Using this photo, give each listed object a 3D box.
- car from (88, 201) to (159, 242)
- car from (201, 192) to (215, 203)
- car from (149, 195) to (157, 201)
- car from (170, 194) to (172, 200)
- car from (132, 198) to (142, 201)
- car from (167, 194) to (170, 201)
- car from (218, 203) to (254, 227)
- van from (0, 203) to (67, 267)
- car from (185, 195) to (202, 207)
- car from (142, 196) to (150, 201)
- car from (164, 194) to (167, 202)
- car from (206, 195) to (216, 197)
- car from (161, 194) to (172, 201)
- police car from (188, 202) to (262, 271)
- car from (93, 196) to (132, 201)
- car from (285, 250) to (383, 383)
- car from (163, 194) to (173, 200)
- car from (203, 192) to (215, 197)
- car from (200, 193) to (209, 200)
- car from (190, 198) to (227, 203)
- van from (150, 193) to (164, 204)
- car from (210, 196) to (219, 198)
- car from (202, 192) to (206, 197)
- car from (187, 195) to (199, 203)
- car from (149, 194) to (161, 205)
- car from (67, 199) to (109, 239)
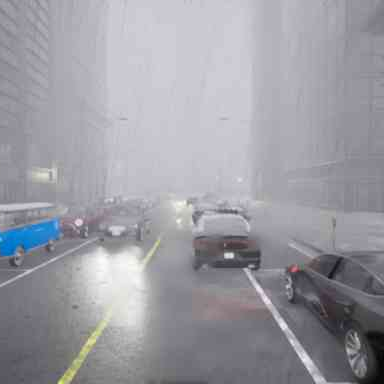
[{"bbox_3d":[-3.059,1.395,15.935,2.128,1.511,4.902,0,0,0],"label":"car"},{"bbox_3d":[2.921,0.967,61.488,2.192,1.841,5.009,0,0,0],"label":"car"},{"bbox_3d":[-5.663,1.321,38.963,2.008,1.369,4.403,0,0,0],"label":"car"},{"bbox_3d":[-5.588,1.188,67.146,1.947,1.339,4.313,0,0,0],"label":"car"},{"bbox_3d":[-5.693,1.401,27.690,1.947,1.339,4.313,0,0,0],"label":"car"},{"bbox_3d":[-5.603,1.232,61.509,1.802,1.307,4.206,0,0,0],"label":"car"},{"bbox_3d":[2.817,1.451,22.037,1.802,1.307,4.206,0,0,0],"label":"car"},{"bbox_3d":[-5.739,1.275,10.779,1.690,1.788,3.998,0,0,0],"label":"van"},{"bbox_3d":[0.146,1.232,46.511,1.837,1.490,4.892,0,0,1],"label":"car"},{"bbox_3d":[-5.678,1.368,33.326,1.947,1.339,4.313,0,0,0],"label":"car"},{"bbox_3d":[-5.619,1.205,55.702,1.752,1.417,4.829,0,0,0],"label":"car"},{"bbox_3d":[2.862,1.353,38.946,1.802,1.307,4.206,0,0,0],"label":"car"},{"bbox_3d":[-5.573,1.161,72.782,1.947,1.339,4.313,0,0,0],"label":"car"},{"bbox_3d":[0.927,1.360,10.849,1.930,1.638,5.238,0,0,0],"label":"police car"},{"bbox_3d":[-5.709,1.183,22.052,2.192,1.841,5.009,0,0,0],"label":"car"},{"bbox_3d":[2.772,1.534,5.128,1.947,1.339,4.313,0,0,0],"label":"car"},{"bbox_3d":[-5.558,1.119,78.419,2.008,1.369,4.403,0,0,0],"label":"car"},{"bbox_3d":[2.876,1.180,44.581,1.967,1.590,4.097,0,0,0],"label":"car"},{"bbox_3d":[2.966,1.010,78.397,1.967,1.590,4.097,0,0,0],"label":"car"},{"bbox_3d":[0.954,1.354,20.740,1.882,1.535,5.008,0,0,0],"label":"car"},{"bbox_3d":[-5.634,1.050,50.235,1.690,1.788,3.998,0,0,0],"label":"van"},{"bbox_3d":[2.847,1.385,33.309,1.802,1.307,4.206,0,0,0],"label":"car"},{"bbox_3d":[2.906,0.995,55.852,2.192,1.841,5.009,0,0,0],"label":"car"},{"bbox_3d":[0.158,1.224,59.767,1.994,1.385,4.181,0,0,0],"label":"car"},{"bbox_3d":[-5.648,1.321,44.600,1.802,1.307,4.206,0,0,0],"label":"car"},{"bbox_3d":[-5.724,1.341,16.416,1.967,1.590,4.097,0,0,0],"label":"car"}]
